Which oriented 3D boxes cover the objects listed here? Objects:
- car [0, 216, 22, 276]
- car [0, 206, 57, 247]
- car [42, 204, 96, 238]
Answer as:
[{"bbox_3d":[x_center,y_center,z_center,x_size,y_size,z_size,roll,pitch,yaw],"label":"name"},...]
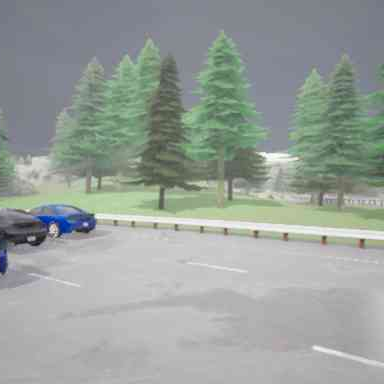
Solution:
[{"bbox_3d":[-6.620,1.398,8.265,5.008,1.535,1.882,1,0,33],"label":"car"},{"bbox_3d":[-7.759,1.393,13.102,4.892,1.490,1.837,1,0,32],"label":"car"},{"bbox_3d":[-7.062,1.348,16.770,5.008,1.535,1.882,0,0,31],"label":"car"}]
